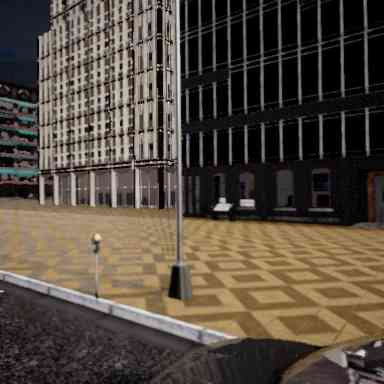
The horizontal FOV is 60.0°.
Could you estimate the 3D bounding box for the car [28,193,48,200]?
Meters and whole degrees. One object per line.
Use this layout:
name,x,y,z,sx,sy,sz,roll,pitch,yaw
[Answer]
car,-34.727,0.998,75.111,1.967,1.590,4.097,0,0,36

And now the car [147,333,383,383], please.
car,1.566,1.551,1.771,4.403,1.369,2.008,0,-1,36
